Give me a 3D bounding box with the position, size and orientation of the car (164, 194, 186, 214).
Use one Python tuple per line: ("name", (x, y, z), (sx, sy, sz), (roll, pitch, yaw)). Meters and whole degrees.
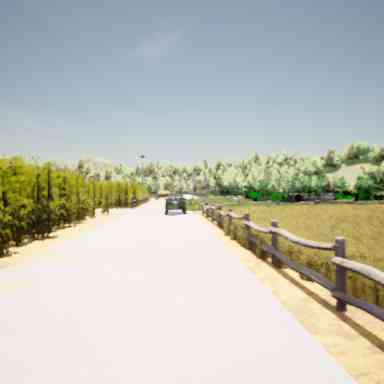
("car", (-1.784, 1.230, 35.678), (2.150, 2.045, 5.566), (-1, 0, -3))
